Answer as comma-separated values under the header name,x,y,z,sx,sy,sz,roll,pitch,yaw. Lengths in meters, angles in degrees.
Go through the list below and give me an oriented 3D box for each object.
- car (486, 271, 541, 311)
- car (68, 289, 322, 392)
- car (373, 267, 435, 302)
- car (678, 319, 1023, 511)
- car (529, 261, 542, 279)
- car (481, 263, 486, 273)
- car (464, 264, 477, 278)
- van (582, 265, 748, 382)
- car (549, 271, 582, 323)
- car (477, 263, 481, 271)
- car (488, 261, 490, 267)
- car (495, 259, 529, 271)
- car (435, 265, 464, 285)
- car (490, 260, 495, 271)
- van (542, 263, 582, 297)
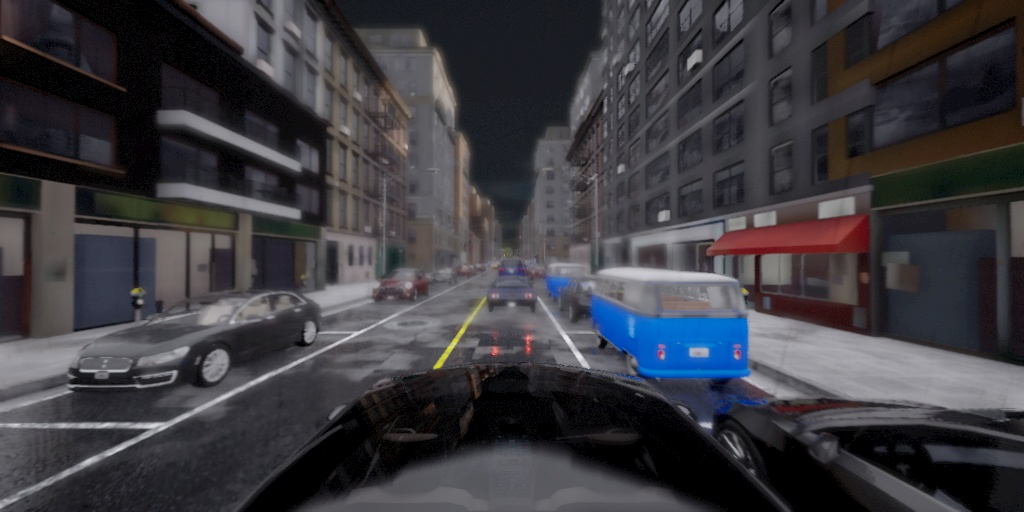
name,x,y,z,sx,sy,sz,roll,pitch,yaw
car,0.011,1.489,15.116,1.895,1.301,4.718,0,-1,0
car,-5.390,1.353,6.892,2.007,1.370,4.403,0,0,0
car,-5.395,1.357,17.912,1.967,1.591,4.097,0,0,0
car,2.638,1.313,1.386,1.948,1.339,4.313,0,0,0
car,2.622,1.535,34.448,1.967,1.591,4.097,0,0,0
car,-5.413,1.875,56.487,1.888,1.381,4.507,0,0,0
car,-5.405,1.699,39.954,1.888,1.381,4.507,0,0,0
van,2.635,1.143,6.896,1.690,1.789,3.998,0,0,0
car,2.633,1.410,12.406,2.007,1.370,4.403,0,0,0
car,-5.408,1.795,45.465,1.802,1.307,4.207,0,0,0
car,-5.416,1.954,61.998,1.948,1.339,4.313,0,0,0
car,-0.004,1.266,29.439,2.150,2.045,5.566,0,0,0
car,-5.400,1.586,28.933,2.007,1.370,4.403,0,0,0
car,-2.801,1.883,63.661,1.882,1.535,5.008,0,-1,0
van,2.630,1.258,17.916,1.690,1.789,3.998,0,0,0
